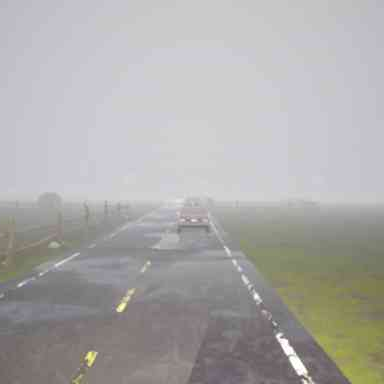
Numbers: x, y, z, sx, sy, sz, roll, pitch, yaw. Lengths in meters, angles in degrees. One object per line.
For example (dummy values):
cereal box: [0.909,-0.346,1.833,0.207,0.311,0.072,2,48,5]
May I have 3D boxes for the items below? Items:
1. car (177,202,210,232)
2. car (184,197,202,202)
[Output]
car: [0.089,1.536,19.822,2.033,1.411,5.357,0,0,0]
car: [0.076,1.329,39.352,2.097,1.767,4.553,0,0,0]
